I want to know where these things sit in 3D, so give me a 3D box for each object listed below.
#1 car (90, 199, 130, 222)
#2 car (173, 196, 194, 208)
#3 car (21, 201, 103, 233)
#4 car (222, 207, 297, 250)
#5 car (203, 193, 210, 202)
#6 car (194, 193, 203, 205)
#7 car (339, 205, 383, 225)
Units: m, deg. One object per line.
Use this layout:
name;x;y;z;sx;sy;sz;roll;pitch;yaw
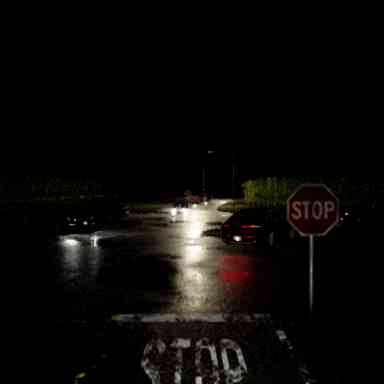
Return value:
car;-7.031;1.297;24.098;5.008;1.535;1.882;0;0;4
car;-1.239;1.356;43.162;1.895;1.301;4.718;0;0;7
car;-7.525;1.341;18.468;4.892;1.490;1.837;1;-2;32
car;2.987;1.426;14.183;1.837;1.490;4.892;-2;-1;33
car;2.140;1.013;63.139;2.097;1.767;4.553;0;0;12
car;0.159;1.268;53.052;1.994;1.385;4.181;0;0;9
car;12.472;1.556;22.645;4.718;1.301;1.895;0;0;5
